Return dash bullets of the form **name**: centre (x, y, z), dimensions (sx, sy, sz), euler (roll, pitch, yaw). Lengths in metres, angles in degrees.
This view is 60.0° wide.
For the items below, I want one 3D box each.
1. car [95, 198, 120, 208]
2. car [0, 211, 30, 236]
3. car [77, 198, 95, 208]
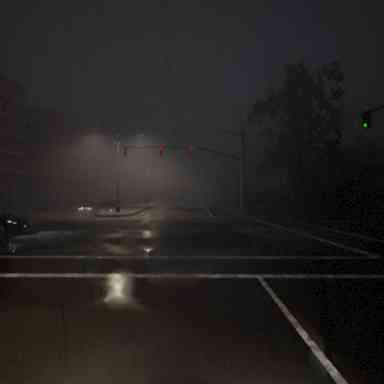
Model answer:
- **car**: centre (-11.553, 1.521, 46.970), dimensions (2.033, 1.411, 5.357), euler (0, 0, 0)
- **car**: centre (-11.132, 1.520, 17.631), dimensions (4.674, 1.442, 1.812), euler (0, 0, 1)
- **car**: centre (-15.046, 1.536, 48.234), dimensions (1.994, 1.385, 4.181), euler (0, 0, 0)
